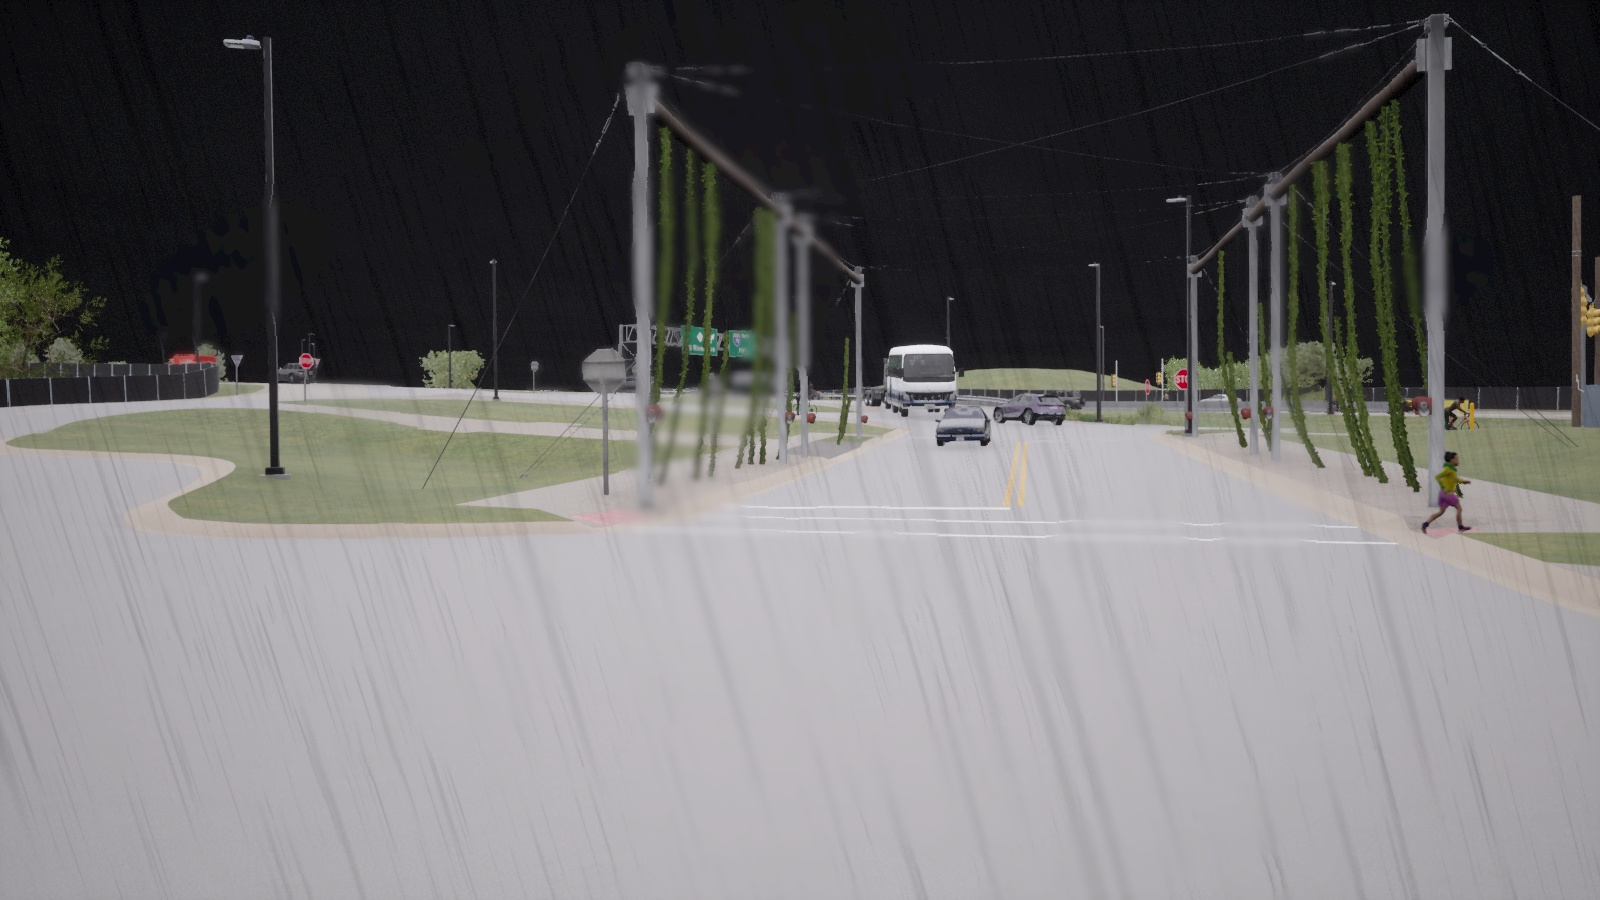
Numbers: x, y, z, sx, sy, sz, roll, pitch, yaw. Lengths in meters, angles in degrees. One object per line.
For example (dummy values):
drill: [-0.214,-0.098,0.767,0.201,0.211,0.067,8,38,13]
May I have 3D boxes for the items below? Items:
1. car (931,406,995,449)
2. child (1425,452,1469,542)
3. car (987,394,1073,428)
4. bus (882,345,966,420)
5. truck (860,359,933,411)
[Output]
car: [6.120,-0.865,46.631,2.033,1.411,5.357,0,3,11]
child: [8.523,0.612,16.545,0.473,1.160,0.299,0,1,20]
car: [11.831,-2.040,64.882,2.033,1.649,4.856,0,2,-22]
bus: [7.442,-4.248,77.097,3.944,4.253,10.273,0,4,-1]
truck: [6.704,-4.676,88.364,2.891,3.462,7.936,-1,4,-13]
